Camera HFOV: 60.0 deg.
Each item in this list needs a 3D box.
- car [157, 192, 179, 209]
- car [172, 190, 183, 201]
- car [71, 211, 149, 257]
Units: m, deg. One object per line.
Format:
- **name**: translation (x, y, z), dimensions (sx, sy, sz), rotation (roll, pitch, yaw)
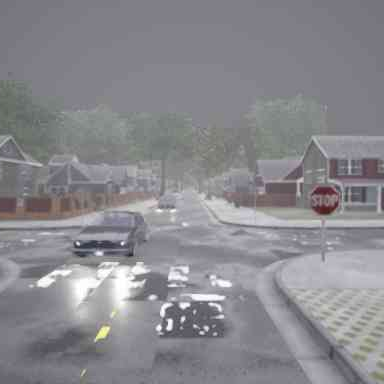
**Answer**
- **car**: translation (-2.781, 1.167, 37.150), dimensions (1.837, 1.490, 4.892), rotation (0, 2, 0)
- **car**: translation (-2.801, 0.568, 61.265), dimensions (2.150, 2.045, 5.566), rotation (0, 1, 0)
- **car**: translation (-2.765, 1.427, 12.562), dimensions (2.033, 1.411, 5.357), rotation (0, 1, 0)
